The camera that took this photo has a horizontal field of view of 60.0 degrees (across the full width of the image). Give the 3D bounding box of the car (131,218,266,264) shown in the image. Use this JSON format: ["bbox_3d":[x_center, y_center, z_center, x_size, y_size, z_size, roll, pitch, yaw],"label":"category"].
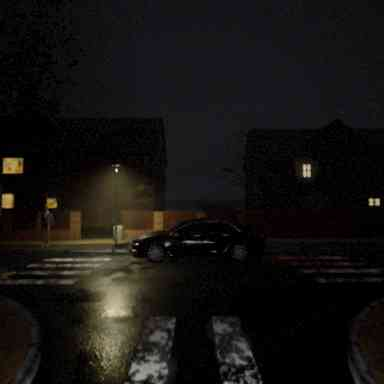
[{"bbox_3d":[0.237,1.738,12.298,4.892,1.490,1.837,-1,-2,1],"label":"car"}]

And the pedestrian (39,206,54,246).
[{"bbox_3d":[-6.720,1.549,15.311,0.375,1.860,0.375,0,-2,1],"label":"pedestrian"}]
